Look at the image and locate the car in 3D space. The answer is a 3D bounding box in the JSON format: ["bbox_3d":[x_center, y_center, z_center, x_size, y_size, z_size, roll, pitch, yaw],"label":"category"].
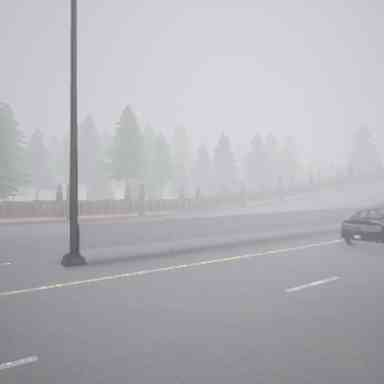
[{"bbox_3d":[8.255,1.432,14.057,4.902,1.511,2.128,-2,1,-35],"label":"car"}]
